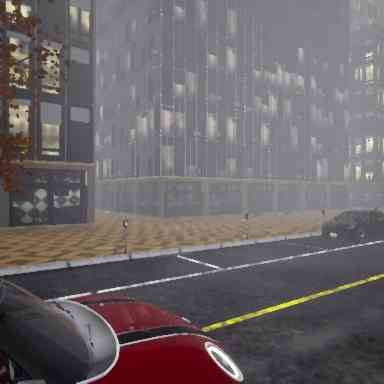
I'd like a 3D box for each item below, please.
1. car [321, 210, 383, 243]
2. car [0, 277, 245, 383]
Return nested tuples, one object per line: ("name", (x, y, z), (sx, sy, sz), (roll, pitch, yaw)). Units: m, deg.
("car", (8.141, 1.563, 16.226), (4.313, 1.339, 1.947), (0, 0, -35))
("car", (-1.729, 1.351, 2.200), (4.553, 1.767, 2.097), (0, 0, -35))
